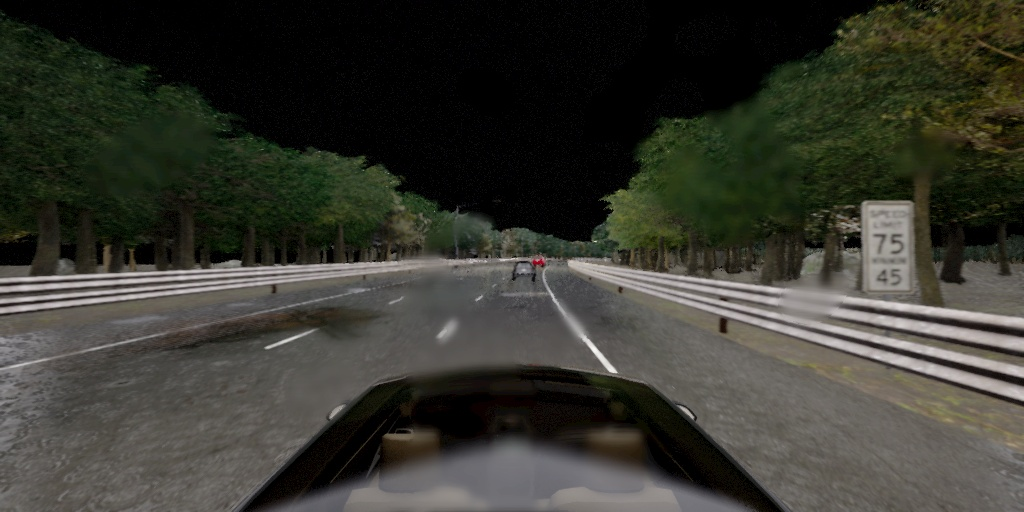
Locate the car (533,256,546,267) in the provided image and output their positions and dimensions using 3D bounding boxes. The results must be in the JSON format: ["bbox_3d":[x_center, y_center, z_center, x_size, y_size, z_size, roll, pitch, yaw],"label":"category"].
[{"bbox_3d":[4.723,0.941,63.579,2.150,2.045,5.566,0,0,9],"label":"car"}]

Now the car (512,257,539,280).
[{"bbox_3d":[1.090,1.176,30.758,2.033,1.649,4.856,0,0,4],"label":"car"}]
